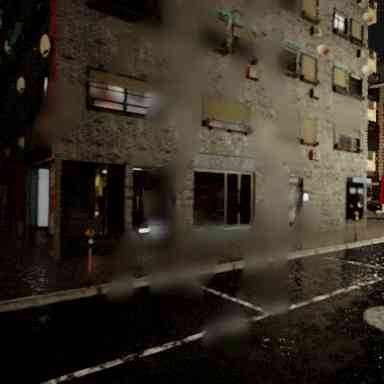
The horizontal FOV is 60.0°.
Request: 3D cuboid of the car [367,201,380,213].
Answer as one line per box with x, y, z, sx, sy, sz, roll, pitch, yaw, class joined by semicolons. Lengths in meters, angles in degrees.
19.714;1.683;39.037;1.947;1.339;4.313;1;-1;-35;car
